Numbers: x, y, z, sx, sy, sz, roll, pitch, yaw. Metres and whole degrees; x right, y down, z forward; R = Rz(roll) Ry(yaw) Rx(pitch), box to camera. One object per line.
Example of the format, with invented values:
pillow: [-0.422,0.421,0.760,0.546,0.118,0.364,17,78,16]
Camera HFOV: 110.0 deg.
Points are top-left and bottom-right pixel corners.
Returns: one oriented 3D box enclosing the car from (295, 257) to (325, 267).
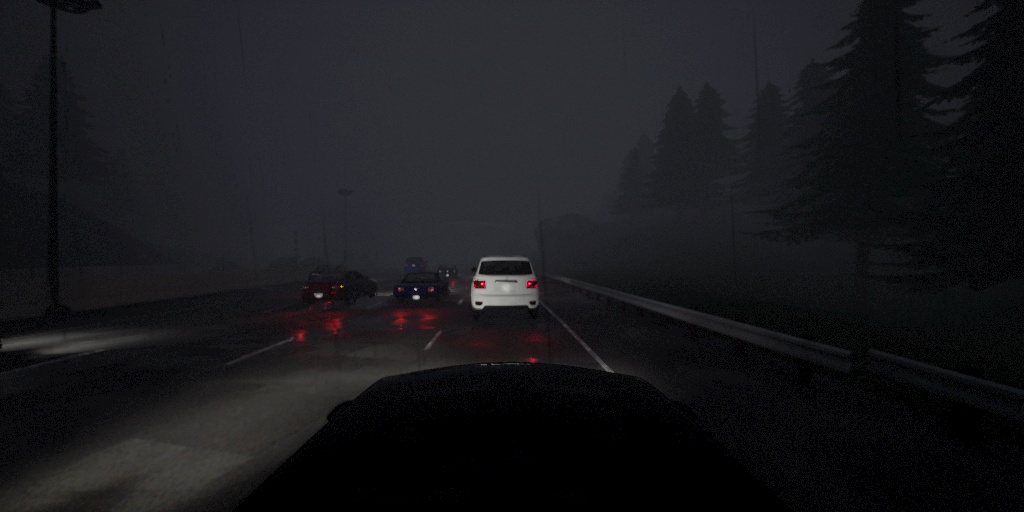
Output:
car: [-27.046,1.168,48.737,2.150,2.045,5.566,0,0,-14]

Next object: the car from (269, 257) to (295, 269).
car: [-30.511,1.169,48.187,2.150,2.045,5.566,0,0,-14]

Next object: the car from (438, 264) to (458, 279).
car: [-6.193,1.458,34.637,1.895,1.301,4.718,0,0,-9]

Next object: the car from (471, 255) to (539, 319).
car: [-0.319,1.005,13.180,2.150,2.045,5.566,0,0,-3]

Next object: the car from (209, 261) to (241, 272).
car: [-37.410,1.471,46.956,1.882,1.535,5.008,0,0,-15]

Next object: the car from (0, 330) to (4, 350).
car: [-10.510,1.285,4.666,1.837,1.490,4.892,0,0,-1]

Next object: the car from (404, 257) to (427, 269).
car: [-10.623,1.102,39.591,2.150,2.045,5.566,0,0,-11]

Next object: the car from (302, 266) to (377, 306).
car: [-7.534,1.332,15.981,1.812,1.442,4.674,0,0,-4]

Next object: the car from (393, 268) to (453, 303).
car: [-4.073,1.403,16.876,1.895,1.301,4.718,0,0,-4]

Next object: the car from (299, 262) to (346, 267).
car: [-11.806,1.330,24.009,2.128,1.511,4.902,0,0,-7]
